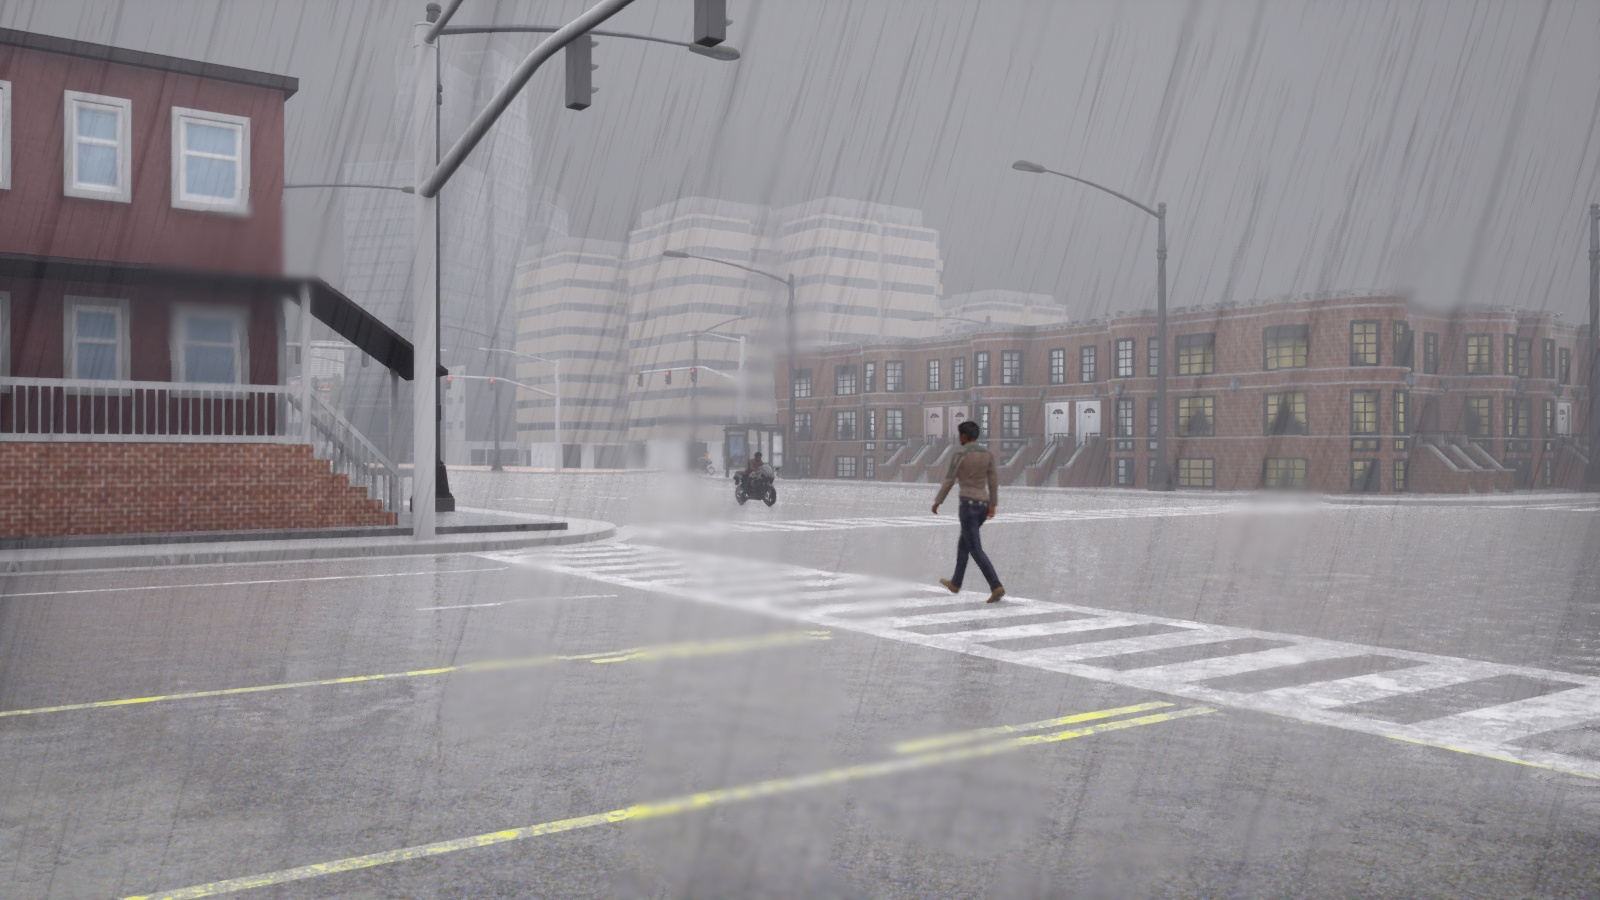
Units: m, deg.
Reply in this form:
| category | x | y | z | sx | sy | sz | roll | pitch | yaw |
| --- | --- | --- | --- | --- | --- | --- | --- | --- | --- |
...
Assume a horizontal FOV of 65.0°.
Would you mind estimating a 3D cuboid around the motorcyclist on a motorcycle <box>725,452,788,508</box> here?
| category | x | y | z | sx | sy | sz | roll | pitch | yaw |
| --- | --- | --- | --- | --- | --- | --- | --- | --- | --- |
| motorcyclist on a motorcycle | -1.231 | 0.816 | 35.159 | 0.797 | 1.523 | 2.044 | 0 | 0 | -35 |

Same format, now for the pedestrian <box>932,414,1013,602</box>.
| category | x | y | z | sx | sy | sz | roll | pitch | yaw |
| --- | --- | --- | --- | --- | --- | --- | --- | --- | --- |
| pedestrian | 1.713 | 0.557 | 12.538 | 0.328 | 1.805 | 0.869 | 0 | 0 | -31 |
